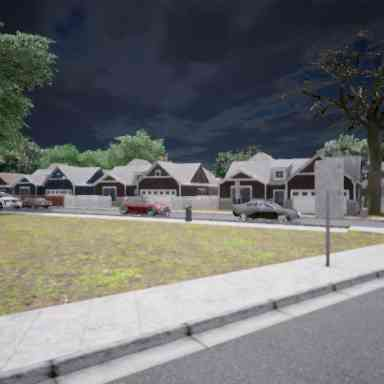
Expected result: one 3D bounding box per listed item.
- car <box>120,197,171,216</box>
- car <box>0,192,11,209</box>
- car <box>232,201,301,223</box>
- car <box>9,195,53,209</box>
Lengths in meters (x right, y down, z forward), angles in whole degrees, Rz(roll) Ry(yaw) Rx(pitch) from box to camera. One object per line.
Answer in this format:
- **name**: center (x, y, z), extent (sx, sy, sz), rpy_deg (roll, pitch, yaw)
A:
- **car**: center (-4.104, 1.225, 29.459), extent (4.553, 1.767, 2.097), rpy_deg (0, 0, 28)
- **car**: center (-22.585, 1.024, 39.212), extent (5.566, 2.045, 2.150), rpy_deg (0, 0, 28)
- **car**: center (5.341, 1.406, 24.143), extent (4.902, 1.511, 2.128), rpy_deg (0, 0, 30)
- **car**: center (-19.483, 1.363, 40.790), extent (5.357, 1.411, 2.033), rpy_deg (0, 0, 28)
